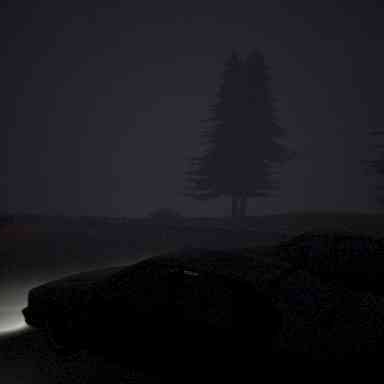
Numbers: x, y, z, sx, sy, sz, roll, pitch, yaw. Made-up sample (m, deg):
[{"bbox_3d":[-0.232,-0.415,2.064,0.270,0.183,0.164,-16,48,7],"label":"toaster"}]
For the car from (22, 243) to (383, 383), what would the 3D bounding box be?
[{"bbox_3d":[0.065,1.500,4.331,5.357,1.411,2.033,0,1,33],"label":"car"}]

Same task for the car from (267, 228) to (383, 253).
[{"bbox_3d":[2.881,1.450,6.665,5.357,1.411,2.033,0,1,33],"label":"car"}]

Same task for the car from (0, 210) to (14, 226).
[{"bbox_3d":[-13.394,1.525,20.632,4.718,1.301,1.895,0,1,27],"label":"car"}]
